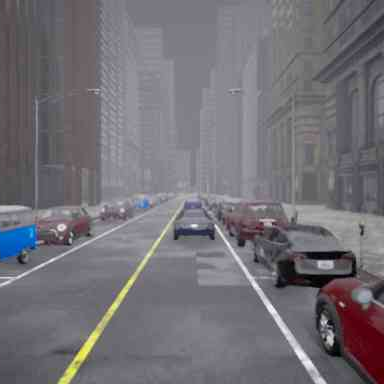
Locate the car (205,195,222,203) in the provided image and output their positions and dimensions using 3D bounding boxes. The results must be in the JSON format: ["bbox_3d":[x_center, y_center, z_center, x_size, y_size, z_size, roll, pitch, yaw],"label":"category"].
[{"bbox_3d":[2.758,1.270,37.137,1.967,1.590,4.097,0,0,0],"label":"car"}]

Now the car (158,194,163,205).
[{"bbox_3d":[-5.767,1.331,48.403,2.008,1.369,4.403,0,0,0],"label":"car"}]

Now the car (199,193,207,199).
[{"bbox_3d":[2.756,1.061,87.864,1.967,1.590,4.097,0,0,0],"label":"car"}]

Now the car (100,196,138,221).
[{"bbox_3d":[-5.766,1.320,25.857,1.967,1.590,4.097,0,0,0],"label":"car"}]

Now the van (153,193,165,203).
[{"bbox_3d":[-5.768,1.097,54.039,1.690,1.788,3.998,0,0,0],"label":"van"}]

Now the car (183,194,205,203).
[{"bbox_3d":[0.099,1.318,34.665,1.882,1.535,5.008,0,0,0],"label":"car"}]

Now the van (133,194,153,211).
[{"bbox_3d":[-5.767,1.170,37.129,1.690,1.788,3.998,0,0,0],"label":"van"}]

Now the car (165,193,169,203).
[{"bbox_3d":[-5.768,1.173,59.676,1.967,1.590,4.097,0,0,0],"label":"car"}]

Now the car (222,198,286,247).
[{"bbox_3d":[2.759,1.248,14.593,2.192,1.841,5.009,0,0,0],"label":"car"}]

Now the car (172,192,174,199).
[{"bbox_3d":[-5.768,1.229,76.586,1.947,1.339,4.313,0,0,0],"label":"car"}]

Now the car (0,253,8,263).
[{"bbox_3d":[-3.100,1.497,1.443,1.837,1.490,4.892,0,0,0],"label":"car"}]

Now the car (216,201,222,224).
[{"bbox_3d":[2.759,1.452,20.230,1.887,1.381,4.507,0,0,0],"label":"car"}]

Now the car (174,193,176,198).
[{"bbox_3d":[-5.769,1.192,82.223,2.008,1.369,4.403,0,0,0],"label":"car"}]

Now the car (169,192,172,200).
[{"bbox_3d":[-5.769,1.025,65.312,2.192,1.841,5.009,0,0,0],"label":"car"}]

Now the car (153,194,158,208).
[{"bbox_3d":[-5.767,1.330,42.597,1.752,1.417,4.829,0,0,0],"label":"car"}]

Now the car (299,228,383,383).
[{"bbox_3d":[2.760,1.425,3.320,1.967,1.590,4.097,0,0,0],"label":"car"}]

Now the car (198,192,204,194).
[{"bbox_3d":[2.757,1.246,76.592,1.802,1.307,4.206,0,0,0],"label":"car"}]

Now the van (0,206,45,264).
[{"bbox_3d":[-5.766,1.299,8.946,1.690,1.788,3.998,0,0,0],"label":"van"}]

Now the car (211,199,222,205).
[{"bbox_3d":[2.759,1.447,25.866,1.947,1.339,4.313,0,0,0],"label":"car"}]

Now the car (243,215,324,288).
[{"bbox_3d":[2.760,1.524,8.957,1.947,1.339,4.313,0,0,0],"label":"car"}]

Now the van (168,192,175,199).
[{"bbox_3d":[-5.770,0.941,93.495,1.690,1.788,3.998,0,0,0],"label":"van"}]

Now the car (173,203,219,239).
[{"bbox_3d":[0.100,1.485,16.949,1.994,1.385,4.181,0,0,0],"label":"car"}]

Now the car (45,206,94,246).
[{"bbox_3d":[-5.766,1.372,14.583,1.967,1.590,4.097,0,0,0],"label":"car"}]
